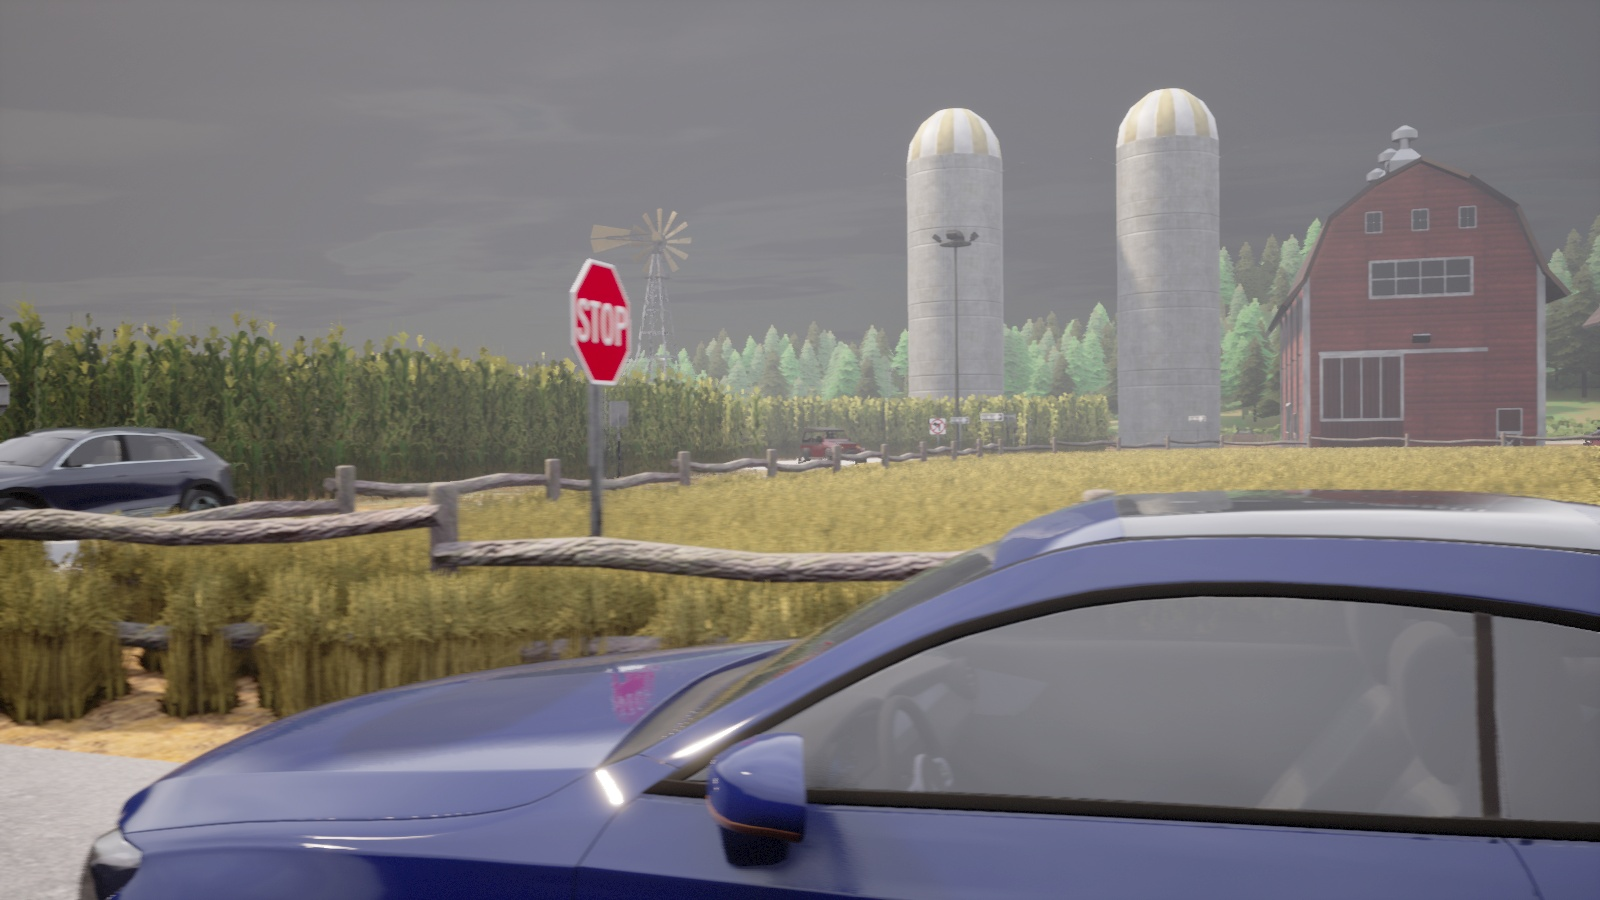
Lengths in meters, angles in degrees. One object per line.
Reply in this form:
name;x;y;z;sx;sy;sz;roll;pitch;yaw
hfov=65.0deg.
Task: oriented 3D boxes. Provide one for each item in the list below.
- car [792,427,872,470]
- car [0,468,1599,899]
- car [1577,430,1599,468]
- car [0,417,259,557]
car;1.396;-0.086;56.218;1.905;1.878;3.866;0;1;-29
car;0.706;0.814;2.534;4.674;1.442;1.812;1;1;19
car;37.233;-0.037;55.157;4.856;1.649;2.033;0;1;15
car;-9.794;0.426;16.696;2.033;1.649;4.856;0;0;19
